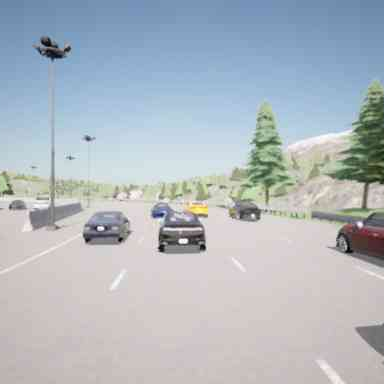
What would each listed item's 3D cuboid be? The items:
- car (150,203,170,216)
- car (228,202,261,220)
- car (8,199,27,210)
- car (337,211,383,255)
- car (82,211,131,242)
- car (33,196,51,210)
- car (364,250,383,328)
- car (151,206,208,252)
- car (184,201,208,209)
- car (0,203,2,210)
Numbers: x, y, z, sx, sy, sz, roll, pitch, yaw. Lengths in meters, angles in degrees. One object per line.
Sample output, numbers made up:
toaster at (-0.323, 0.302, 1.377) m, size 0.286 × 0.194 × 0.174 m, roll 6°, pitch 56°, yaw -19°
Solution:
car at (-2.989, 1.770, 32.410) m, size 1.994 × 1.385 × 4.181 m, roll 0°, pitch 0°, yaw -11°
car at (4.609, 1.670, 29.730) m, size 1.837 × 1.490 × 4.892 m, roll 0°, pitch 0°, yaw -10°
car at (-25.523, 1.886, 48.795) m, size 1.837 × 1.490 × 4.892 m, roll 0°, pitch 0°, yaw -18°
car at (6.707, 1.395, 11.004) m, size 2.097 × 1.767 × 4.553 m, roll 0°, pitch 0°, yaw -3°
car at (-4.276, 1.666, 17.188) m, size 2.033 × 1.411 × 5.357 m, roll 0°, pitch 0°, yaw -6°
car at (-21.960, 1.592, 49.248) m, size 2.150 × 2.045 × 5.566 m, roll 0°, pitch 0°, yaw -17°
car at (3.556, 1.549, 2.099) m, size 2.033 × 1.411 × 5.357 m, roll 0°, pitch 0°, yaw -1°
car at (-0.522, 1.582, 14.495) m, size 2.128 × 1.511 × 4.902 m, roll 0°, pitch 0°, yaw -5°
car at (0.295, 1.682, 33.966) m, size 1.882 × 1.535 × 5.008 m, roll 0°, pitch 0°, yaw -11°
car at (-28.930, 1.892, 47.977) m, size 1.837 × 1.490 × 4.892 m, roll 0°, pitch 0°, yaw -18°
